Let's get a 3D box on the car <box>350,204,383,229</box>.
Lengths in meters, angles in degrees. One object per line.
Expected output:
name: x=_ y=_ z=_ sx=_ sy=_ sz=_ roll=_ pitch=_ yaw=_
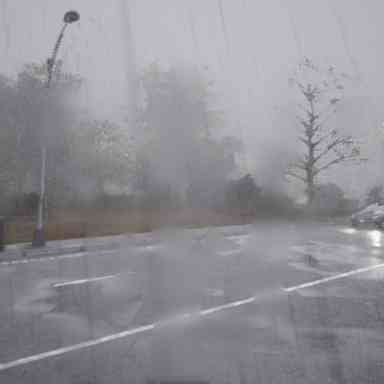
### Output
car: x=11.990 y=1.471 z=21.097 sx=4.674 sy=1.442 sz=1.812 roll=0 pitch=0 yaw=-35
